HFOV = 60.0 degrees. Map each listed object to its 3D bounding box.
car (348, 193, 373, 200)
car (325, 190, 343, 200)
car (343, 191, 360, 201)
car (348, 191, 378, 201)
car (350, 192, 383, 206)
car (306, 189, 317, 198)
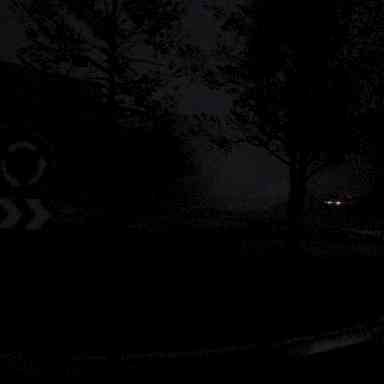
[{"bbox_3d":[39.403,1.032,77.853,4.892,1.521,2.231,2,1,17],"label":"car"},{"bbox_3d":[25.741,0.731,60.871,1.895,1.301,4.718,2,1,17],"label":"car"},{"bbox_3d":[29.140,1.059,60.823,1.812,1.442,4.674,2,1,17],"label":"car"},{"bbox_3d":[38.595,0.804,75.274,5.566,2.045,2.435,2,1,17],"label":"car"},{"bbox_3d":[24.346,1.126,44.959,2.128,1.511,4.902,1,1,-16],"label":"car"},{"bbox_3d":[25.689,0.365,76.006,5.566,2.045,2.435,2,1,17],"label":"car"}]
